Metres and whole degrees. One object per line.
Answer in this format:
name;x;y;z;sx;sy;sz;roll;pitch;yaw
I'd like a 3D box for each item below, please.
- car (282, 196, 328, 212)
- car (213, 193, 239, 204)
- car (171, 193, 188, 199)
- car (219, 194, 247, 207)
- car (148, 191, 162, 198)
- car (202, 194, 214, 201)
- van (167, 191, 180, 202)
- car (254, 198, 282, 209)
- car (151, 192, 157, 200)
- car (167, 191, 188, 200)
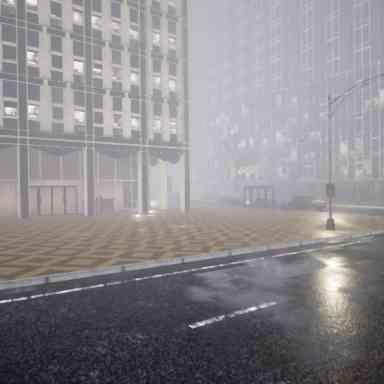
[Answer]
car;12.487;1.415;36.331;1.947;1.339;4.313;-1;1;-34
car;5.742;1.224;51.072;1.994;1.385;4.181;-1;1;-34
car;-2.869;0.925;74.006;1.802;1.307;4.206;-1;1;-34
car;6.152;1.311;45.772;1.947;1.339;4.313;-1;1;-34
car;-9.267;0.676;83.399;1.967;1.590;4.097;-1;1;-34
car;3.528;1.033;64.609;1.802;1.307;4.206;-1;1;-34
van;-3.399;0.929;59.892;1.690;1.788;3.998;-1;1;-34
car;9.302;1.380;41.041;1.802;1.307;4.206;-1;1;-34
car;-9.797;1.031;69.290;2.008;1.369;4.403;0;1;-34
car;-2.862;0.655;63.859;1.812;1.442;4.674;-1;1;-34
